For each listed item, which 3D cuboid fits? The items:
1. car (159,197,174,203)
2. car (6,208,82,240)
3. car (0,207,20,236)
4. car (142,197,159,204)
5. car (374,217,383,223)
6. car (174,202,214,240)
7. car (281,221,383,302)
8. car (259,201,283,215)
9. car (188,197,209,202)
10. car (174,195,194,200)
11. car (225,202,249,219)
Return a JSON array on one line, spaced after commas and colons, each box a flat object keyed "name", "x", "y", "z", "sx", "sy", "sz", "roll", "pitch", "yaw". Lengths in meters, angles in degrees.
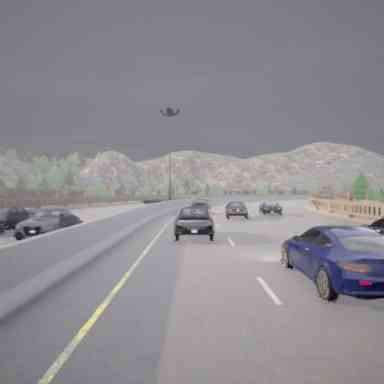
[{"name": "car", "x": -3.708, "y": 1.558, "z": 59.798, "sx": 1.994, "sy": 1.385, "sz": 4.181, "roll": 0, "pitch": 0, "yaw": 20}, {"name": "car", "x": -7.057, "y": 1.563, "z": 16.711, "sx": 1.994, "sy": 1.385, "sz": 4.181, "roll": 0, "pitch": 0, "yaw": 1}, {"name": "car", "x": -10.577, "y": 1.547, "z": 18.651, "sx": 2.033, "sy": 1.411, "sz": 5.357, "roll": 0, "pitch": 0, "yaw": 0}, {"name": "car", "x": -7.209, "y": 1.596, "z": 60.548, "sx": 1.895, "sy": 1.301, "sz": 4.718, "roll": 0, "pitch": 0, "yaw": 20}, {"name": "car", "x": 7.100, "y": 1.504, "z": 11.044, "sx": 1.837, "sy": 1.490, "sz": 4.892, "roll": 0, "pitch": 0, "yaw": 0}, {"name": "car", "x": 0.102, "y": 1.490, "z": 16.879, "sx": 2.128, "sy": 1.511, "sz": 4.902, "roll": 0, "pitch": 0, "yaw": 0}, {"name": "car", "x": 3.601, "y": 1.525, "z": 8.164, "sx": 1.812, "sy": 1.442, "sz": 4.674, "roll": 0, "pitch": 0, "yaw": 0}, {"name": "car", "x": 7.860, "y": 1.598, "z": 33.569, "sx": 1.895, "sy": 1.301, "sz": 4.718, "roll": 0, "pitch": 0, "yaw": 7}, {"name": "car", "x": 1.033, "y": 1.502, "z": 34.967, "sx": 1.837, "sy": 1.490, "sz": 4.892, "roll": 0, "pitch": 0, "yaw": 7}, {"name": "car", "x": -0.802, "y": 1.347, "z": 57.540, "sx": 2.097, "sy": 1.767, "sz": 4.553, "roll": 0, "pitch": 0, "yaw": 20}, {"name": "car", "x": 3.918, "y": 1.545, "z": 29.406, "sx": 2.033, "sy": 1.411, "sz": 5.357, "roll": 0, "pitch": 0, "yaw": 4}]
